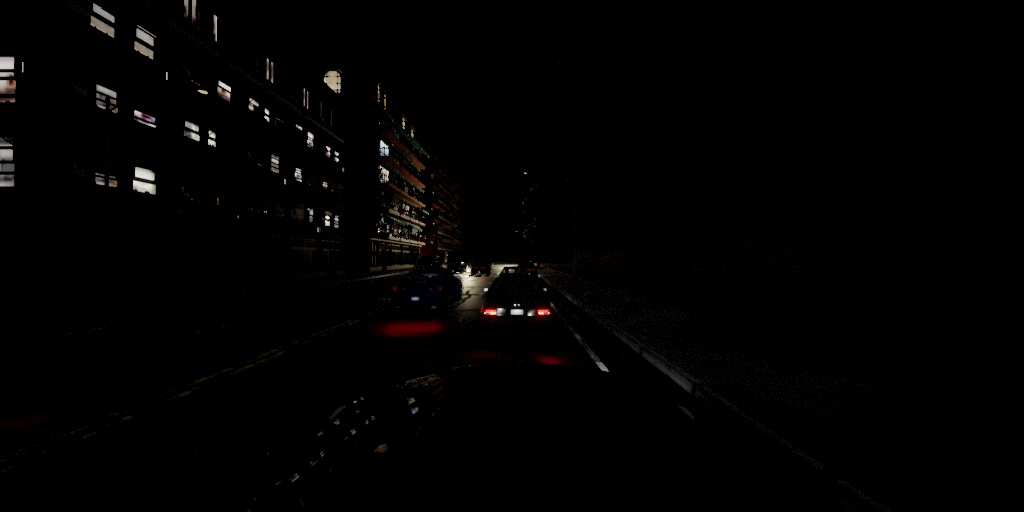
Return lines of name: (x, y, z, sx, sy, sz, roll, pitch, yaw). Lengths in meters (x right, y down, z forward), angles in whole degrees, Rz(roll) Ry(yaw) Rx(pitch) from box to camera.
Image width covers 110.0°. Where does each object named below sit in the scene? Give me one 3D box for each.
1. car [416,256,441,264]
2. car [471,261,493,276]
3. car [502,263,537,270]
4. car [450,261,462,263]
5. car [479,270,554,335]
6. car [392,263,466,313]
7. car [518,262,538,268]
car: (-9.826, 0.975, 42.600, 2.150, 2.045, 5.566, 0, 0, 0)
car: (-3.129, 1.261, 36.739, 1.837, 1.490, 4.892, 0, 1, 0)
car: (0.110, 1.301, 20.867, 2.033, 1.411, 5.357, 0, 0, 0)
car: (-6.577, 1.301, 42.470, 2.033, 1.411, 5.357, 0, 0, 0)
car: (0.107, 1.299, 10.505, 2.033, 1.411, 5.357, 0, 0, 0)
car: (-3.144, 1.230, 14.116, 1.882, 1.535, 5.008, 0, 0, 0)
car: (1.154, 1.259, 30.634, 1.837, 1.490, 4.892, 0, 0, 0)
